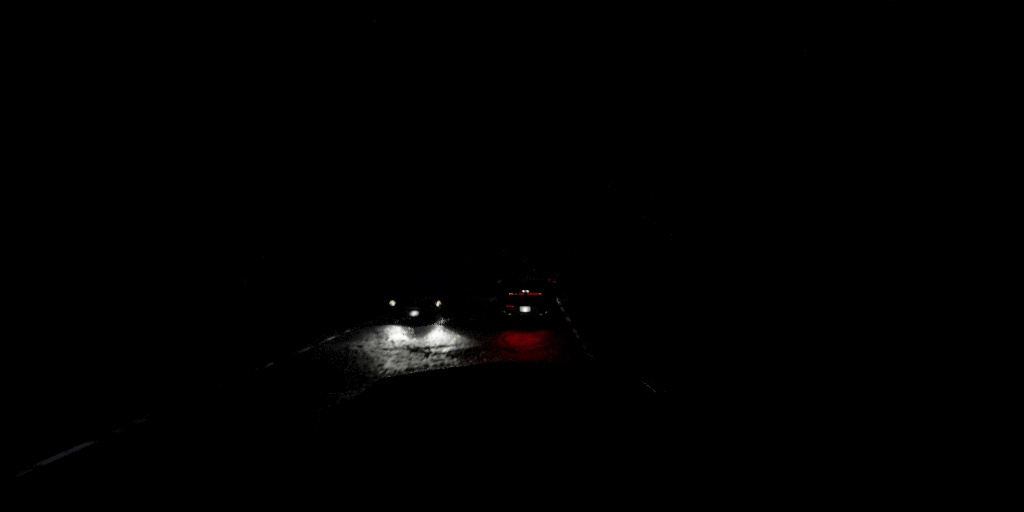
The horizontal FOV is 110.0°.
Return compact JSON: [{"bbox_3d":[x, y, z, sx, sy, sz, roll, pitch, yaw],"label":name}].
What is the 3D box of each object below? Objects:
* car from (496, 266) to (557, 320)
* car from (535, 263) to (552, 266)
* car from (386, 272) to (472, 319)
[{"bbox_3d":[0.511,1.251,12.557,1.837,1.490,4.892,0,0,3],"label":"car"},{"bbox_3d":[3.048,1.325,34.837,1.895,1.301,4.718,0,0,10],"label":"car"},{"bbox_3d":[-2.687,1.287,13.079,2.033,1.411,5.357,0,0,4],"label":"car"}]
